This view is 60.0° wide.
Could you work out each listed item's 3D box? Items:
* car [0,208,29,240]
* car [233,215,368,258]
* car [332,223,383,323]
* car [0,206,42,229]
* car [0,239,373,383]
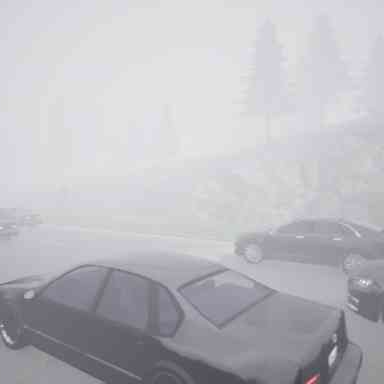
[{"bbox_3d":[-10.235,1.605,15.738,5.357,1.411,2.033,0,0,36],"label":"car"},{"bbox_3d":[3.582,1.468,10.009,4.892,1.490,1.837,0,0,36],"label":"car"},{"bbox_3d":[4.885,1.450,4.734,4.902,1.511,2.128,0,0,36],"label":"car"},{"bbox_3d":[-11.672,1.611,21.120,5.357,1.411,2.033,0,0,36],"label":"car"},{"bbox_3d":[-0.754,1.547,4.505,5.357,1.411,2.033,0,0,36],"label":"car"}]
